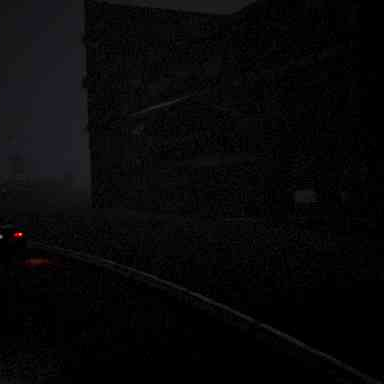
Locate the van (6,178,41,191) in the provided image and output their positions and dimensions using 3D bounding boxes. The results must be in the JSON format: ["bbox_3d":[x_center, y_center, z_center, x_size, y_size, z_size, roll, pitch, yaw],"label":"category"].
[{"bbox_3d":[-24.546,-0.607,47.755,4.442,1.987,1.878,-3,4,-30],"label":"van"}]

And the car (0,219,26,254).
[{"bbox_3d":[-7.841,1.384,11.397,5.357,1.411,2.033,0,0,35],"label":"car"}]

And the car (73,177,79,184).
[{"bbox_3d":[-30.707,-2.625,80.602,4.792,1.488,2.163,-3,4,-30],"label":"car"}]

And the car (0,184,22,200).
[{"bbox_3d":[-22.993,0.245,38.747,4.892,1.521,2.231,-3,4,-30],"label":"car"}]

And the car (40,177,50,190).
[{"bbox_3d":[-25.220,-0.833,50.660,5.566,2.045,2.435,-3,5,-30],"label":"car"}]

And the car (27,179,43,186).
[{"bbox_3d":[-34.408,-2.060,72.953,1.895,1.301,4.718,-2,4,-10],"label":"car"}]

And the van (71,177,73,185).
[{"bbox_3d":[-29.725,-2.459,74.522,4.442,1.987,1.878,-3,5,-30],"label":"van"}]

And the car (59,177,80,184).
[{"bbox_3d":[-31.867,-3.062,86.560,4.892,1.521,2.231,-3,4,-31],"label":"car"}]

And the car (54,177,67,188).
[{"bbox_3d":[-27.969,-1.617,65.635,4.892,1.521,2.231,-3,4,-30],"label":"car"}]

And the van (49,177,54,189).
[{"bbox_3d":[-26.404,-1.218,56.594,4.442,1.987,1.878,-3,5,-30],"label":"van"}]

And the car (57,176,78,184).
[{"bbox_3d":[-31.264,-2.985,83.576,4.553,1.767,2.185,-3,5,-30],"label":"car"}]

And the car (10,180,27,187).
[{"bbox_3d":[-37.528,-1.941,71.960,1.895,1.301,4.718,-2,4,-10],"label":"car"}]

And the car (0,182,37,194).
[{"bbox_3d":[-24.250,-0.165,44.626,5.366,1.575,1.946,-3,5,-30],"label":"car"}]

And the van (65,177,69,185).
[{"bbox_3d":[-28.422,-2.056,68.672,4.442,1.987,1.878,-3,4,-30],"label":"van"}]

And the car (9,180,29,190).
[{"bbox_3d":[-32.497,-1.322,62.637,1.882,1.535,5.008,-2,4,-10],"label":"car"}]

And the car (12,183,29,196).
[{"bbox_3d":[-23.535,0.077,41.737,4.674,1.452,2.002,-3,5,-30],"label":"car"}]

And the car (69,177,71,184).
[{"bbox_3d":[-29.101,-2.156,71.591,4.553,1.767,2.185,-3,4,-30],"label":"car"}]
